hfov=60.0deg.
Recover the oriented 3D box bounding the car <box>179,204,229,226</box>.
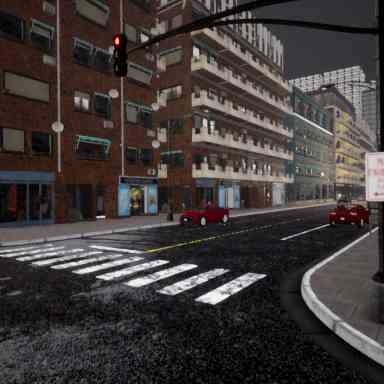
[{"bbox_3d":[0.914,1.515,23.021,1.887,1.381,4.507,-1,0,36],"label":"car"}]

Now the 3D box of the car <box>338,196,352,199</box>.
[{"bbox_3d":[26.541,1.347,57.703,1.947,1.339,4.313,-1,0,36],"label":"car"}]

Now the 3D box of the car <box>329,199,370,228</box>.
[{"bbox_3d":[9.839,1.372,20.625,1.887,1.381,4.507,-1,0,36],"label":"car"}]

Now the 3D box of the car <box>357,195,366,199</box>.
[{"bbox_3d":[36.632,1.293,71.444,1.802,1.307,4.206,-1,0,36],"label":"car"}]
